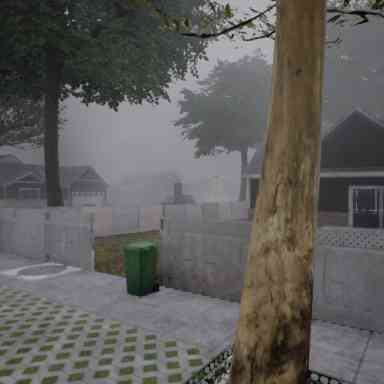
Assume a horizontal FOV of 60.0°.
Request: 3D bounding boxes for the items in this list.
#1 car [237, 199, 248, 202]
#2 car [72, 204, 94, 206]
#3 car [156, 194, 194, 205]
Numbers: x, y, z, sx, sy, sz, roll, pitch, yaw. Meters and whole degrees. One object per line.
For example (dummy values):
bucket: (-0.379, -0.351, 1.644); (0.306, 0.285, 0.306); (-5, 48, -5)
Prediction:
car: (7.886, 1.774, 50.992); (1.994, 1.385, 4.181); (1, 0, 35)
car: (-9.100, 1.655, 26.719); (1.895, 1.301, 4.718); (1, 0, 35)
car: (-1.800, 1.318, 37.229); (2.150, 2.045, 5.566); (1, 1, 31)
